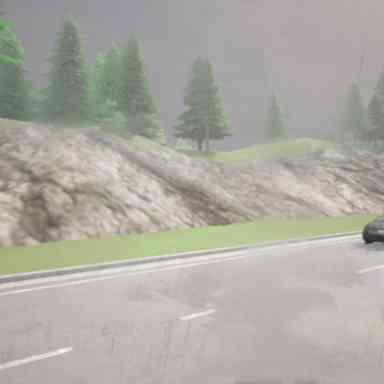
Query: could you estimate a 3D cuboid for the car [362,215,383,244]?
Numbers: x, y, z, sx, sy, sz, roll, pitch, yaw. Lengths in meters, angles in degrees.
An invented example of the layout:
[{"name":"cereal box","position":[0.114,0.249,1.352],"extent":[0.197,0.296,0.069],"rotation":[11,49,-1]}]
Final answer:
[{"name":"car","position":[9.390,1.591,14.701],"extent":[4.181,1.385,1.994],"rotation":[0,0,-35]}]
